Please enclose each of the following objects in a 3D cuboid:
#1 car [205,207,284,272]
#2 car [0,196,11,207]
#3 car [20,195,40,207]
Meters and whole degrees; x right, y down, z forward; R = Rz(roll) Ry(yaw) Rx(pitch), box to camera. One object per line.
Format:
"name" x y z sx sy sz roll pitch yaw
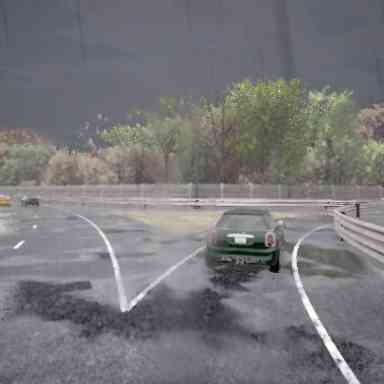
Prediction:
"car" 1.933 1.333 11.072 2.097 1.767 4.553 0 0 17
"car" -25.782 1.234 44.942 1.882 1.535 5.008 0 0 -37
"car" -22.847 1.269 46.850 1.837 1.490 4.892 0 0 -37
